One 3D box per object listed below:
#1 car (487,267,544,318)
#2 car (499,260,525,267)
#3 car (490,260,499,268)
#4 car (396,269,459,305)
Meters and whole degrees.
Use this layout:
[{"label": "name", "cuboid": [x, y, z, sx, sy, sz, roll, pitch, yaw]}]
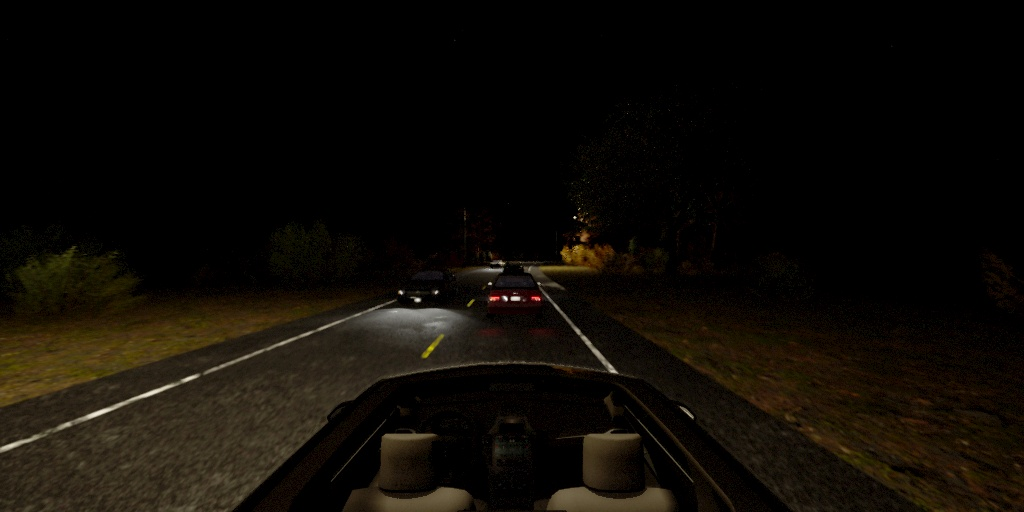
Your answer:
[{"label": "car", "cuboid": [0.099, 1.298, 13.019, 2.033, 1.411, 5.357, 0, 0, 0]}, {"label": "car", "cuboid": [0.204, 1.244, 33.018, 2.128, 1.511, 4.902, 0, 0, 1]}, {"label": "car", "cuboid": [-2.426, 1.349, 57.603, 1.895, 1.301, 4.718, 0, 0, 4]}, {"label": "car", "cuboid": [-3.598, 1.298, 16.349, 2.033, 1.411, 5.357, 0, 0, 0]}]
